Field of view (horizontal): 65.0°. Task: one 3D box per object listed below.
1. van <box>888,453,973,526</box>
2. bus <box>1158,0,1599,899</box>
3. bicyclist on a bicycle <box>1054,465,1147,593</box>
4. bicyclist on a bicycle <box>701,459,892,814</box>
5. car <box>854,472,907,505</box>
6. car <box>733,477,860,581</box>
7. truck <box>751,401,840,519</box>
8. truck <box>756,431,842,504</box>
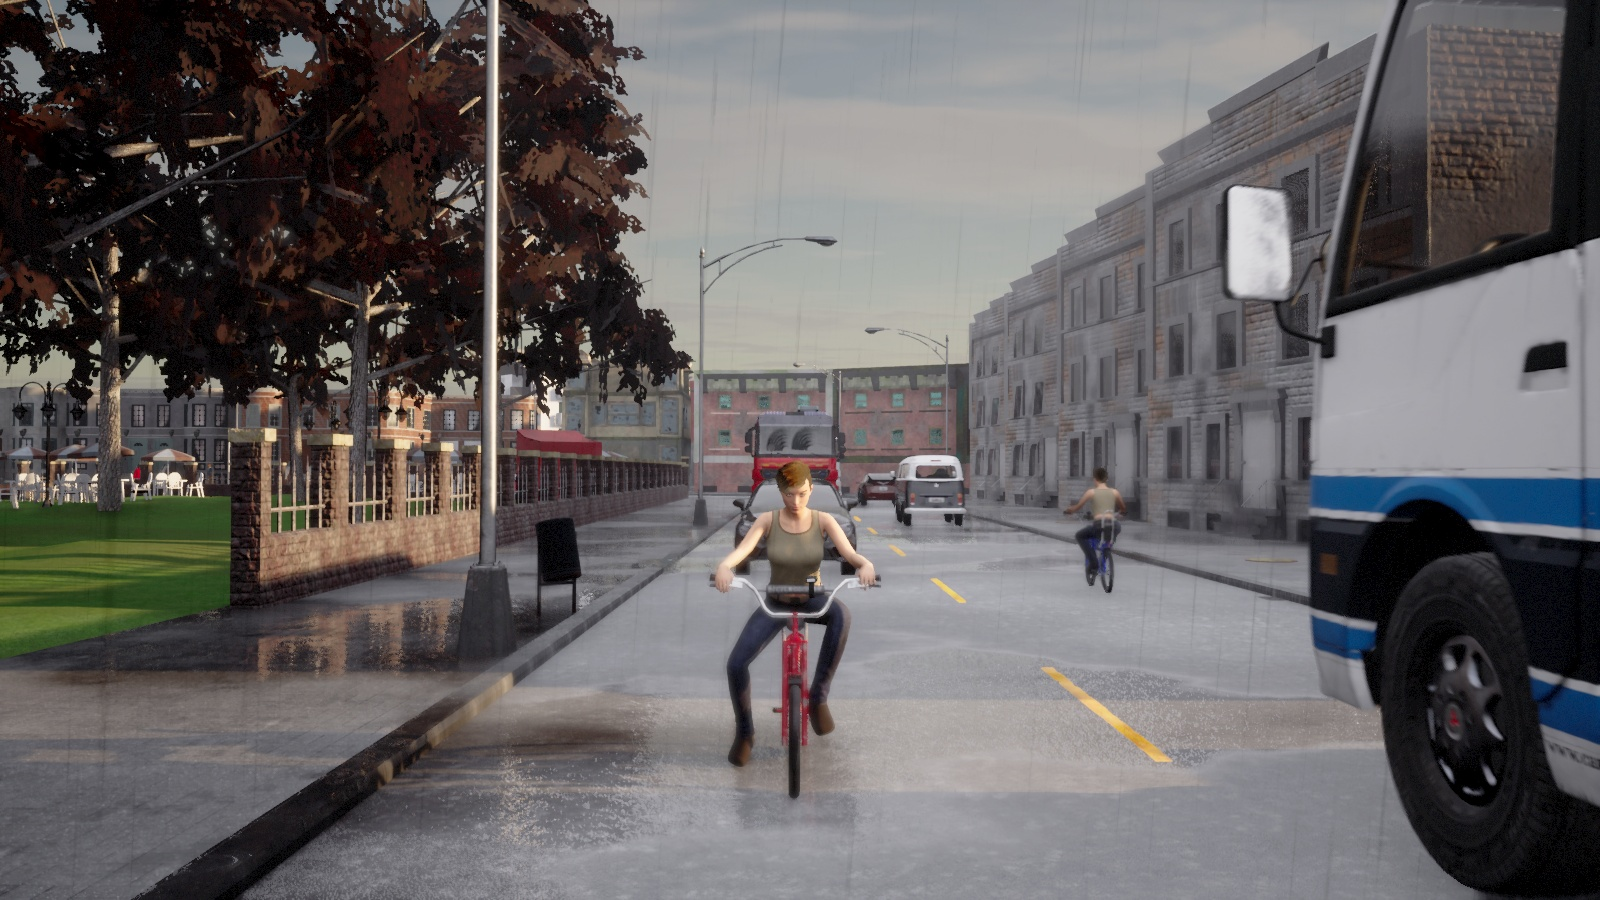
[{"bbox_3d":[3.866,1.157,37.848,2.069,2.038,4.480,0,-1,0],"label":"van"},{"bbox_3d":[3.988,-0.547,1.837,3.944,4.253,10.273,0,-1,0],"label":"bus"},{"bbox_3d":[3.946,1.014,16.619,0.866,1.612,1.509,0,-1,0],"label":"bicyclist on a bicycle"},{"bbox_3d":[-0.018,0.860,6.486,0.866,1.612,1.509,0,-1,0],"label":"bicyclist on a bicycle"},{"bbox_3d":[3.776,1.796,59.485,2.163,1.488,4.792,0,-1,0],"label":"car"},{"bbox_3d":[-0.060,1.180,20.251,1.812,1.442,4.674,0,-1,0],"label":"car"},{"bbox_3d":[-0.169,0.406,45.106,2.891,3.827,8.468,0,-1,0],"label":"truck"},{"bbox_3d":[-0.157,0.900,63.639,2.891,3.462,7.936,0,-1,-11],"label":"truck"}]
